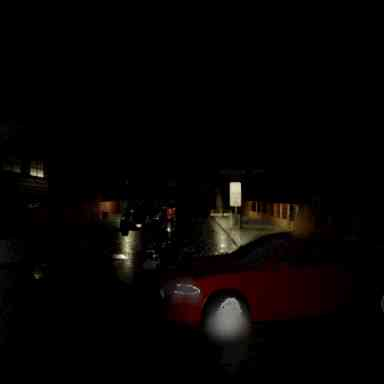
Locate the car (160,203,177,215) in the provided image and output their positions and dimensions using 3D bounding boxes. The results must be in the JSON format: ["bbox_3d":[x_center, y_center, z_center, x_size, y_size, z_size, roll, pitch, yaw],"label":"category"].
[{"bbox_3d":[-2.760,2.064,40.342,1.895,1.301,4.718,0,-1,-2],"label":"car"}]

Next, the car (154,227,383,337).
[{"bbox_3d":[1.923,1.526,6.406,5.008,1.535,1.882,0,-2,-12],"label":"car"}]

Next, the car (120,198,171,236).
[{"bbox_3d":[-2.717,1.403,19.879,2.150,2.045,5.566,0,-1,0],"label":"car"}]

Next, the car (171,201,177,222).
[{"bbox_3d":[-2.695,1.658,29.862,2.097,1.767,4.553,0,-1,0],"label":"car"}]

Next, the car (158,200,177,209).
[{"bbox_3d":[-4.593,2.338,61.708,1.882,1.535,5.008,1,-2,-26],"label":"car"}]
